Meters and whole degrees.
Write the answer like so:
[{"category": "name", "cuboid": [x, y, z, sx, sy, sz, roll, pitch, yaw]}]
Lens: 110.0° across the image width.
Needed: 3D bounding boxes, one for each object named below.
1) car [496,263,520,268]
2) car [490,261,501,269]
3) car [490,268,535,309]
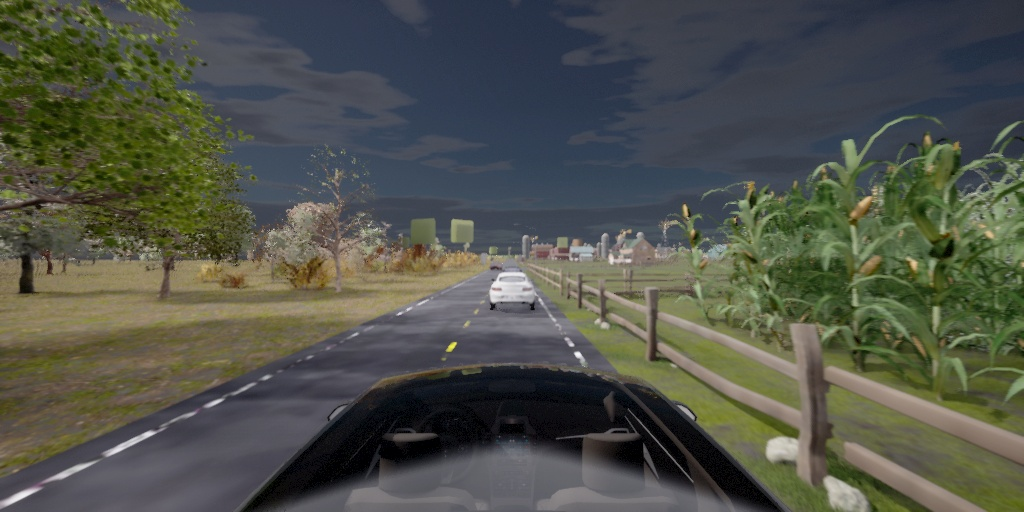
[{"category": "car", "cuboid": [0.021, 1.573, 29.388, 2.033, 1.411, 5.357, 0, -1, 0]}, {"category": "car", "cuboid": [-2.749, 1.661, 62.486, 2.097, 1.767, 4.553, 0, 0, 0]}, {"category": "car", "cuboid": [0.033, 1.417, 15.740, 1.812, 1.442, 4.674, 0, 0, 1]}]
